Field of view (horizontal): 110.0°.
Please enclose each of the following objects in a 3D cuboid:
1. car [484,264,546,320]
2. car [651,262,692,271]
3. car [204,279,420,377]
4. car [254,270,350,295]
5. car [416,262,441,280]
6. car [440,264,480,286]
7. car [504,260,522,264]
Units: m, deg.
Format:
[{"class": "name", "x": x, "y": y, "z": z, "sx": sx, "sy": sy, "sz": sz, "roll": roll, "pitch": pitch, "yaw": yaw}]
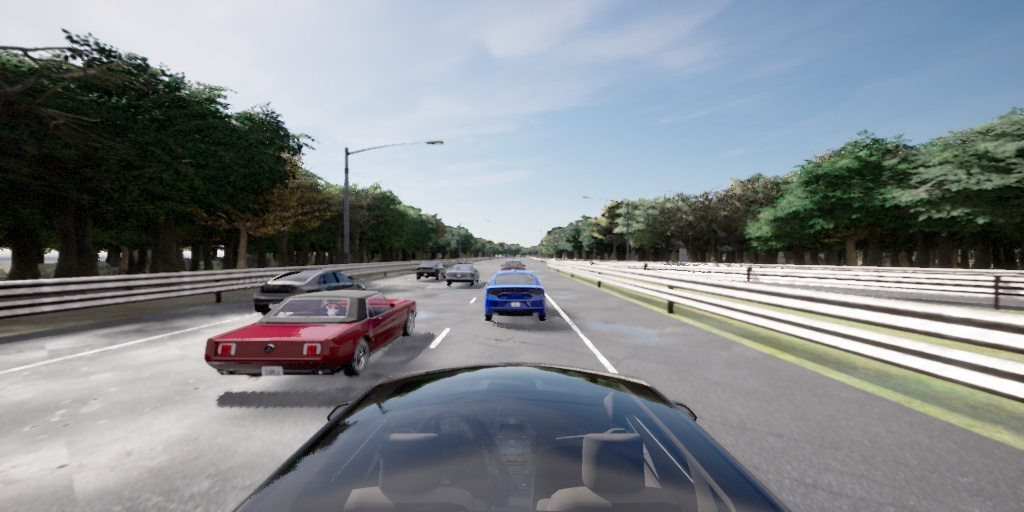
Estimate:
[{"class": "car", "x": 0.101, "y": 1.228, "z": 12.667, "sx": 1.882, "sy": 1.535, "sz": 5.008, "roll": 0, "pitch": 0, "yaw": 0}, {"class": "car", "x": 16.380, "y": 1.396, "z": 37.293, "sx": 1.837, "sy": 1.490, "sz": 4.892, "roll": 0, "pitch": 0, "yaw": -17}, {"class": "car", "x": -3.393, "y": 1.351, "z": 7.319, "sx": 1.895, "sy": 1.301, "sz": 4.718, "roll": 0, "pitch": 0, "yaw": 0}, {"class": "car", "x": -6.897, "y": 1.245, "z": 12.826, "sx": 1.837, "sy": 1.490, "sz": 4.892, "roll": 0, "pitch": -1, "yaw": 0}, {"class": "car", "x": -6.895, "y": 1.255, "z": 31.001, "sx": 1.837, "sy": 1.490, "sz": 4.892, "roll": 0, "pitch": 0, "yaw": 0}, {"class": "car", "x": -3.383, "y": 1.292, "z": 25.431, "sx": 2.033, "sy": 1.411, "sz": 5.357, "roll": 1, "pitch": 0, "yaw": 0}, {"class": "car", "x": 0.104, "y": 1.108, "z": 30.711, "sx": 2.097, "sy": 1.767, "sz": 4.553, "roll": 0, "pitch": 0, "yaw": 0}]
